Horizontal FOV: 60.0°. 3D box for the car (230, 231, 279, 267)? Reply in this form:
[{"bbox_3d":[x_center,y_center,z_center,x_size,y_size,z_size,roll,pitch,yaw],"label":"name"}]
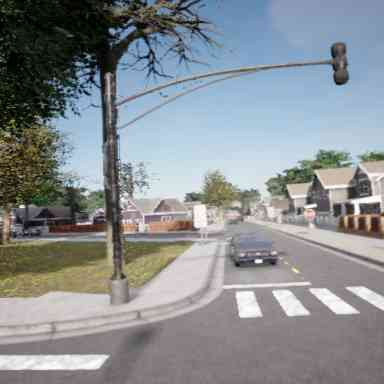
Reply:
[{"bbox_3d":[2.874,2.678,16.466,2.033,1.411,5.357,-4,-4,2],"label":"car"}]

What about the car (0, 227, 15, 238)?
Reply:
[{"bbox_3d":[-33.906,7.301,60.082,5.566,2.045,2.150,-5,-4,36],"label":"car"}]

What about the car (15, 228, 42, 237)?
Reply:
[{"bbox_3d":[-29.102,7.309,60.040,4.902,1.511,2.128,-6,-4,36],"label":"car"}]

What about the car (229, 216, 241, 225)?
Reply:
[{"bbox_3d":[9.553,6.858,76.611,1.994,1.385,4.181,-4,-4,6],"label":"car"}]
